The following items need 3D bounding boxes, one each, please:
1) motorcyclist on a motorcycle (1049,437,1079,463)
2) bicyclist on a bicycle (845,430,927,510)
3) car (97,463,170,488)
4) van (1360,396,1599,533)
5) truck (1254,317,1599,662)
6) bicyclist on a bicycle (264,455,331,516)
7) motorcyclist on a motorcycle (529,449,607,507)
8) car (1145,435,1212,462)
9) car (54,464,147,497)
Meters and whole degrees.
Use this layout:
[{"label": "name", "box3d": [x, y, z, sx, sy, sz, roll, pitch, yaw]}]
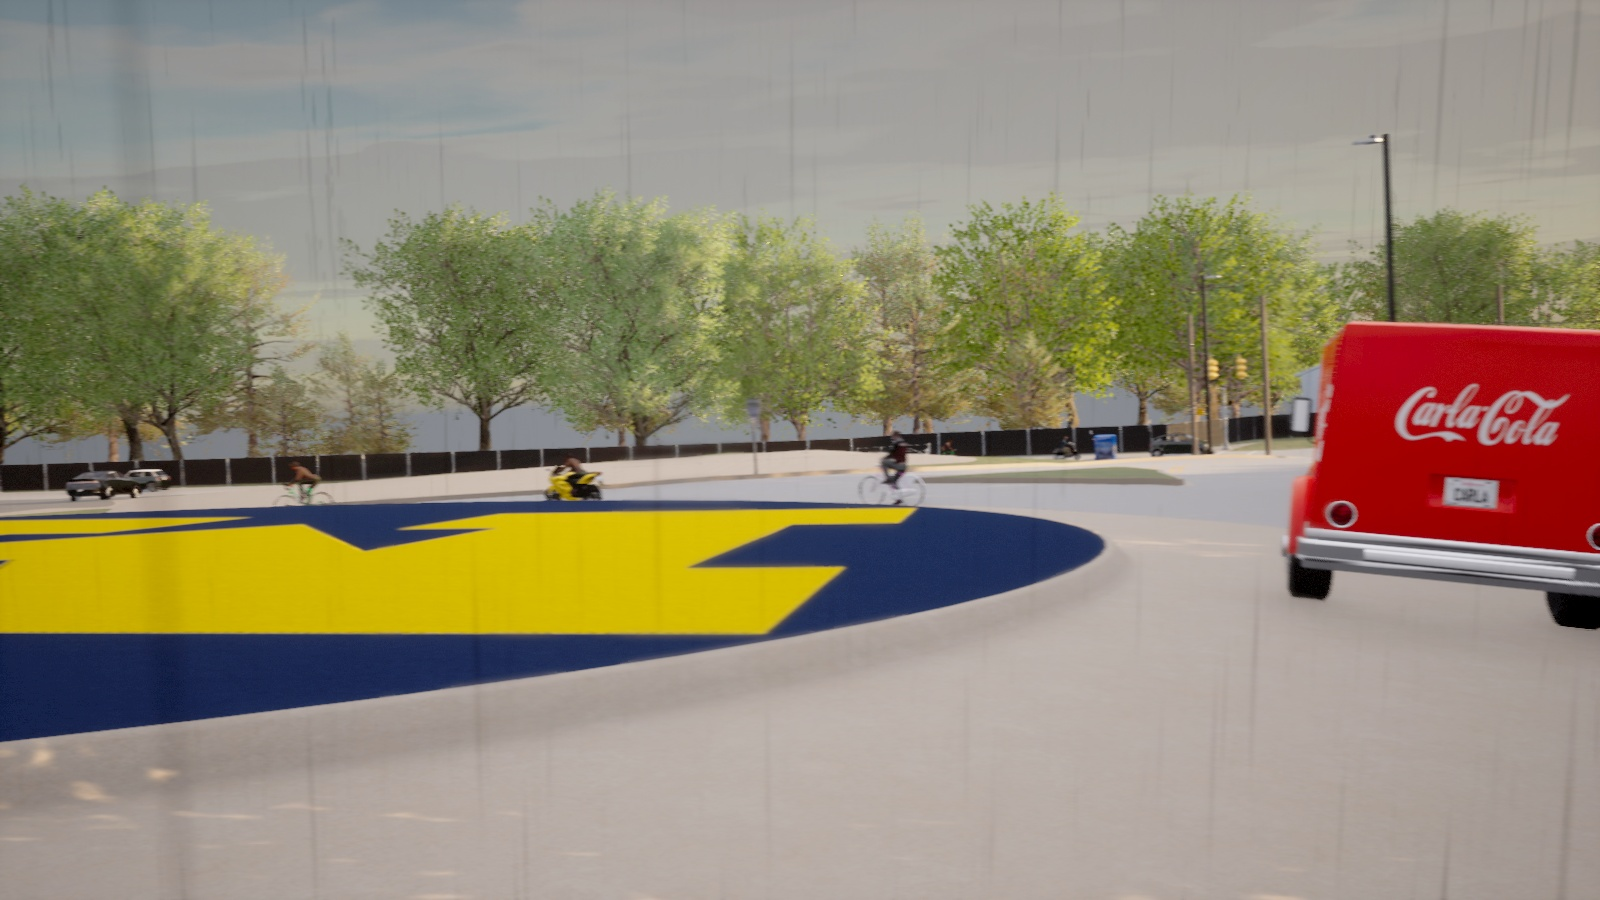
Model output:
[{"label": "motorcyclist on a motorcycle", "box3d": [17.002, 0.008, 80.844, 1.817, 1.590, 0.866, -1, 3, 17]}, {"label": "bicyclist on a bicycle", "box3d": [1.953, 0.443, 28.716, 1.843, 1.776, 0.659, 0, 1, 42]}, {"label": "car", "box3d": [-44.758, 1.703, 84.372, 3.806, 1.475, 1.970, -1, 3, -2]}, {"label": "van", "box3d": [11.518, 0.158, 21.213, 1.775, 1.987, 4.442, -3, 2, -5]}, {"label": "truck", "box3d": [5.911, 0.214, 12.180, 2.627, 2.467, 5.204, 5, 3, 20]}, {"label": "bicyclist on a bicycle", "box3d": [-14.671, 1.036, 36.684, 1.656, 1.620, 0.582, -4, 4, -17]}, {"label": "motorcyclist on a motorcycle", "box3d": [-6.292, 0.766, 34.041, 2.044, 1.523, 0.797, -2, -1, 31]}, {"label": "car", "box3d": [23.554, -0.092, 78.206, 3.705, 1.549, 1.789, -1, 3, 27]}, {"label": "car", "box3d": [-35.822, 1.525, 64.484, 2.128, 1.511, 4.902, -2, 0, -2]}]
